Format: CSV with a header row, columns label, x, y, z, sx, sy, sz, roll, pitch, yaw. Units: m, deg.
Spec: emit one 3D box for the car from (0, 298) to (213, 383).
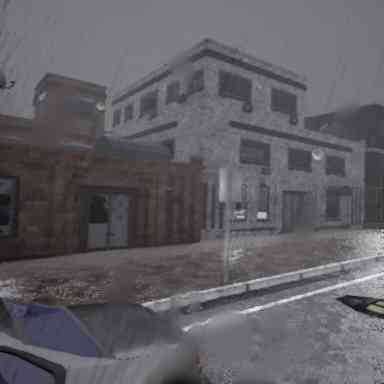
label,x,y,z,sx,sy,sz,roll,pitch,yaw
car,-2.364,1.545,1.981,5.357,1.411,2.033,0,0,-35
